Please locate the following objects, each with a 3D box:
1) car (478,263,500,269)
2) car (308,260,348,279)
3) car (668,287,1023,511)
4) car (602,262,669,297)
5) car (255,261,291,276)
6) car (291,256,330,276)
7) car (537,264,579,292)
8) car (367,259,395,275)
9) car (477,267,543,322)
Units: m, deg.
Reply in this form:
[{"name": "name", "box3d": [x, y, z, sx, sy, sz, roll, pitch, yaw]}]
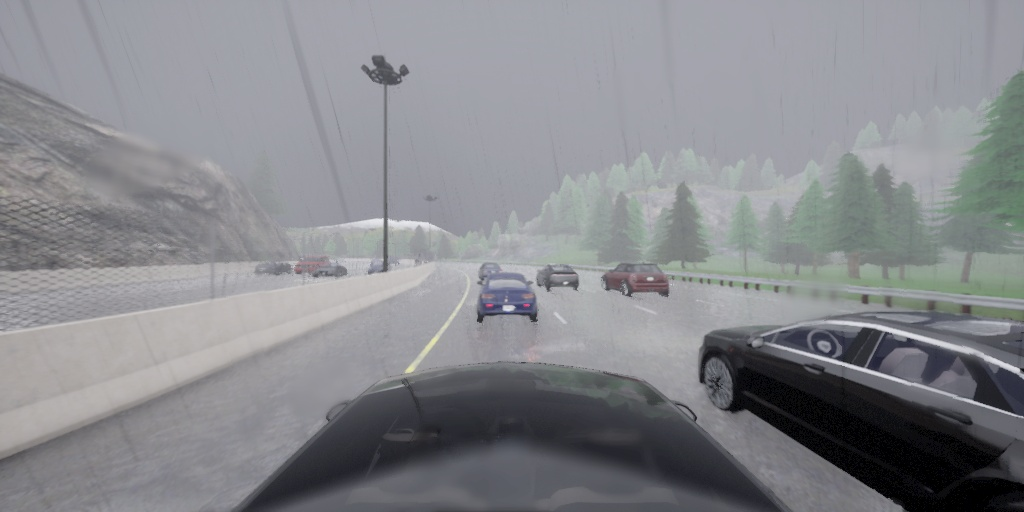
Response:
[{"name": "car", "box3d": [-1.858, 1.305, 30.516, 2.033, 1.411, 5.357, 0, 0, -8]}, {"name": "car", "box3d": [-16.614, 1.324, 33.001, 1.994, 1.385, 4.181, 0, 0, -9]}, {"name": "car", "box3d": [3.567, 1.241, 3.161, 2.128, 1.511, 4.902, 0, 0, 0]}, {"name": "car", "box3d": [6.373, 1.105, 19.021, 2.097, 1.767, 4.553, 0, 0, -4]}, {"name": "car", "box3d": [-24.391, 1.254, 36.880, 2.128, 1.511, 4.902, 0, 0, -11]}, {"name": "car", "box3d": [-21.108, 0.984, 38.422, 2.150, 2.045, 5.566, 0, 0, -11]}, {"name": "car", "box3d": [2.649, 1.246, 21.582, 2.128, 1.511, 4.902, 0, 0, -5]}, {"name": "car", "box3d": [-13.979, 1.287, 38.287, 1.812, 1.442, 4.674, 0, 0, -11]}, {"name": "car", "box3d": [-0.217, 1.278, 12.225, 1.812, 1.442, 4.674, 0, 0, -3]}]
